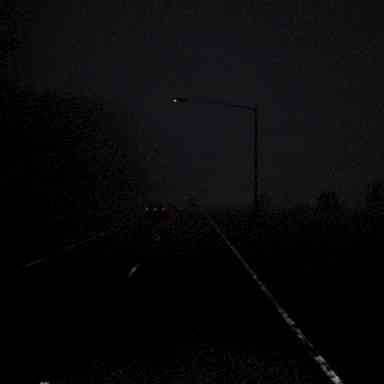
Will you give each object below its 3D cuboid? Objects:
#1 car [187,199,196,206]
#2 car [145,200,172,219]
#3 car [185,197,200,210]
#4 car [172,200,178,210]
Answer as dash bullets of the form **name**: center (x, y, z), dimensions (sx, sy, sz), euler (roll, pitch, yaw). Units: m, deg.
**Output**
- **car**: center (-0.095, 2.310, 73.505), dimensions (1.812, 1.442, 4.674), euler (0, -1, 0)
- **car**: center (-3.445, 1.708, 33.365), dimensions (2.097, 1.767, 4.553), euler (0, -1, 0)
- **car**: center (0.029, 1.797, 53.881), dimensions (2.150, 2.045, 5.566), euler (0, 0, 0)
- **car**: center (-3.349, 2.073, 53.238), dimensions (1.837, 1.490, 4.892), euler (0, -1, 1)
